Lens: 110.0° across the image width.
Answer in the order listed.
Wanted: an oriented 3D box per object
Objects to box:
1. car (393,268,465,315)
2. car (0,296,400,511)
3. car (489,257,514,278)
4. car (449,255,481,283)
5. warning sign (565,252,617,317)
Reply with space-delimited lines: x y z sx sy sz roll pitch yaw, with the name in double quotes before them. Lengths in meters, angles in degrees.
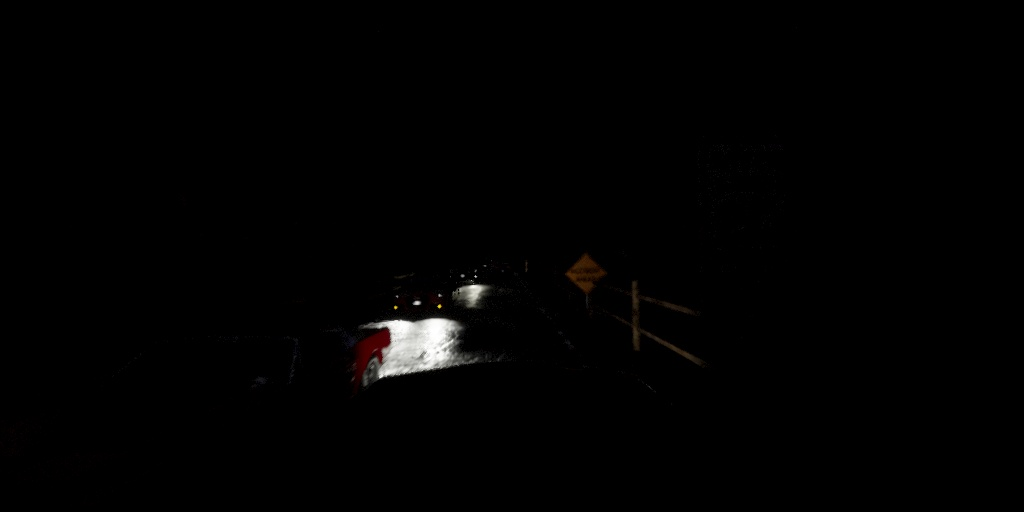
"car" -3.146 1.343 13.690 1.994 1.385 4.181 -1 0 -2
"car" -2.845 1.398 3.722 1.895 1.301 4.718 -1 0 -2
"car" -0.869 1.169 33.978 1.882 1.535 5.008 -1 0 -1
"car" -3.578 0.965 27.947 2.150 2.045 5.566 -1 2 -2
"warning sign" 2.252 0.805 10.762 1.300 1.860 1.060 0 0 -2
